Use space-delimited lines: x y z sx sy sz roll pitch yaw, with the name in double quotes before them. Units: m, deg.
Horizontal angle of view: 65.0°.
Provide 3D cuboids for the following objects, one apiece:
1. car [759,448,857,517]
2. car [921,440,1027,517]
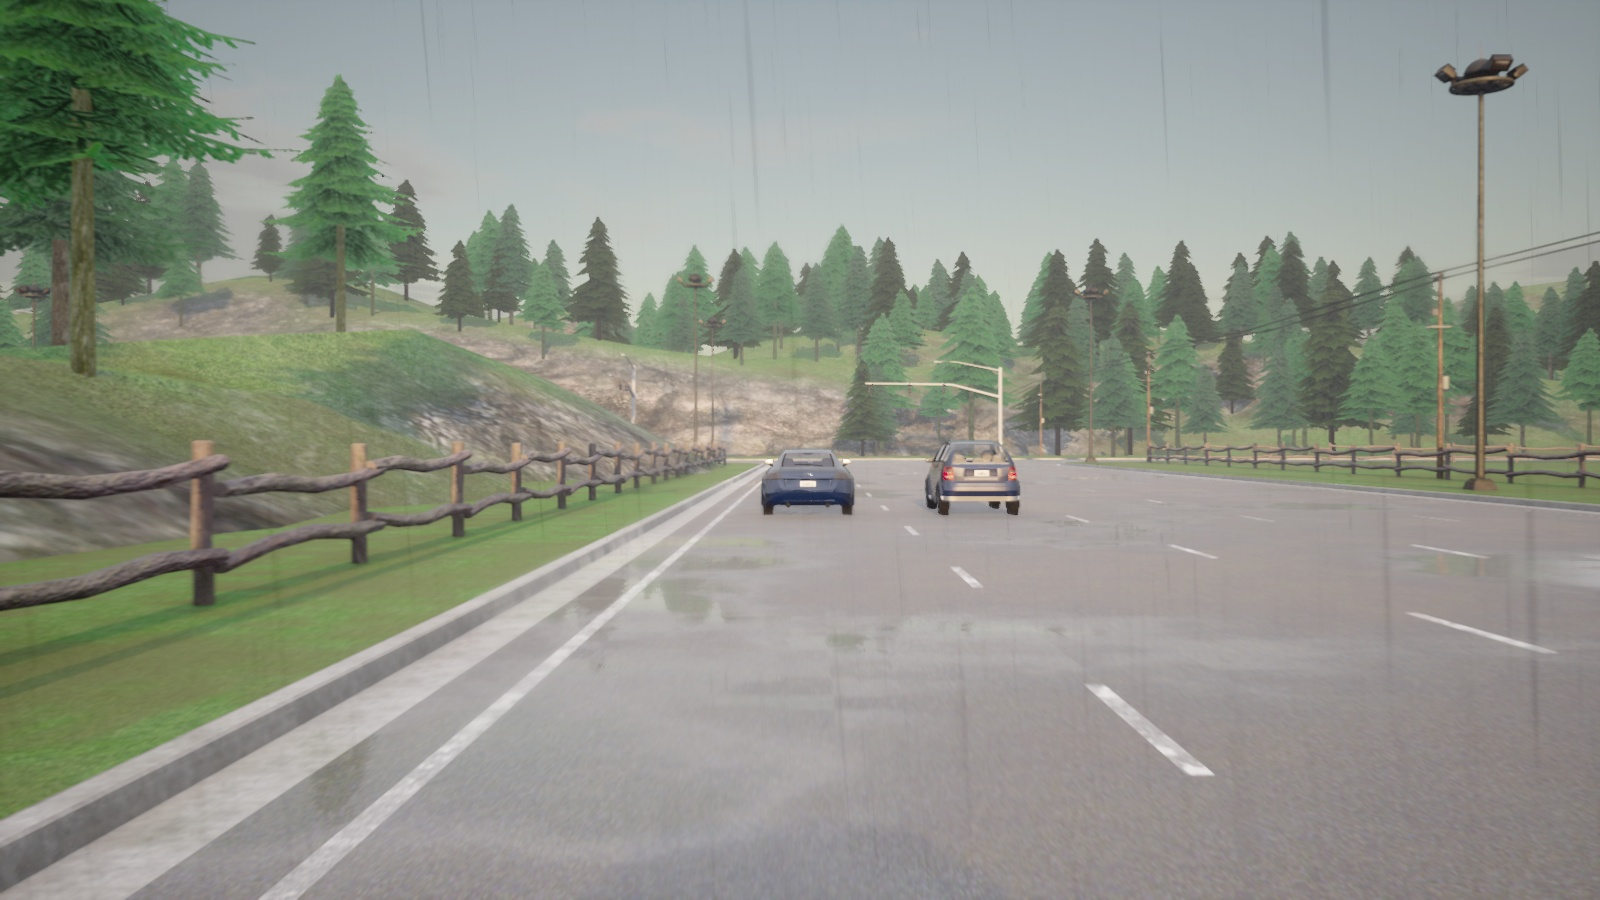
"car" 0.172 0.648 27.489 1.994 1.385 4.181 0 0 0
"car" 3.670 0.568 27.084 1.789 1.549 3.705 0 0 0
